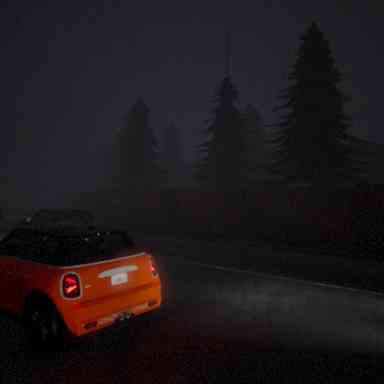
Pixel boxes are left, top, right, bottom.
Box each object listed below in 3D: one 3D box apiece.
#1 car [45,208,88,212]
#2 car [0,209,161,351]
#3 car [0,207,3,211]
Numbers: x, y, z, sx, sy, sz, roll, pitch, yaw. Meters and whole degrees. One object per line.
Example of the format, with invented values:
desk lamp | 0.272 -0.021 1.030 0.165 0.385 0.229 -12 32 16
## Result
car | -5.806 1.443 14.177 4.553 1.767 2.097 -1 0 45
car | -2.770 1.394 6.569 4.553 1.767 2.097 0 0 40
car | -17.867 1.709 29.330 2.128 1.511 4.902 0 0 -33
